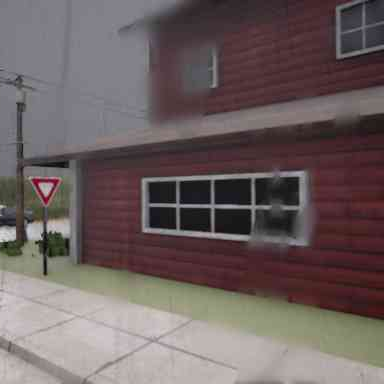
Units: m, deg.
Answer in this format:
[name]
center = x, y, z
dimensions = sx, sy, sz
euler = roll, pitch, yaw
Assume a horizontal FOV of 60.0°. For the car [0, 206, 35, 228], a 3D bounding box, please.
[car]
center = -13.160, 1.743, 22.305
dimensions = 1.837, 1.490, 4.892
euler = -1, 0, 36
